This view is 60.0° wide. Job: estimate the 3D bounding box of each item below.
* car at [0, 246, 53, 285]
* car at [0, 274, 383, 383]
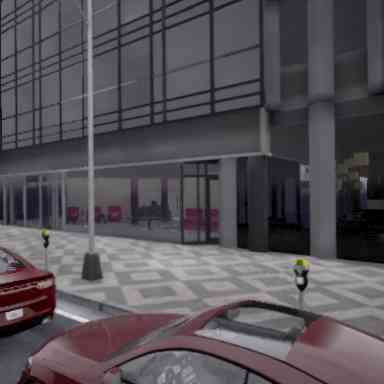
[{"bbox_3d":[-4.258,1.562,5.895,4.507,1.381,1.887,0,-1,36],"label":"car"},{"bbox_3d":[0.321,1.585,2.629,4.206,1.307,1.802,0,-1,36],"label":"car"}]
